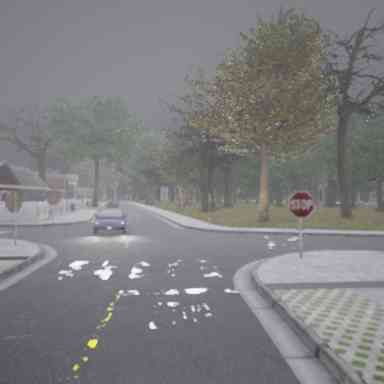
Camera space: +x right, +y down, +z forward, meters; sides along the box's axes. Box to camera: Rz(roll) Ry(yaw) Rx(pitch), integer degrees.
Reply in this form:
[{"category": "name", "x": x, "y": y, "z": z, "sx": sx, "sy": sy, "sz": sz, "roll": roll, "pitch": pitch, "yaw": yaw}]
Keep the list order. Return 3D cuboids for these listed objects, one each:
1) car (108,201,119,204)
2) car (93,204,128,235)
[{"category": "car", "x": -10.258, "y": 1.902, "z": 43.552, "sx": 2.033, "sy": 1.411, "sz": 5.357, "roll": 0, "pitch": -1, "yaw": -13}, {"category": "car", "x": -4.917, "y": 1.699, "z": 20.338, "sx": 1.812, "sy": 1.442, "sz": 4.674, "roll": 0, "pitch": 0, "yaw": -11}]
